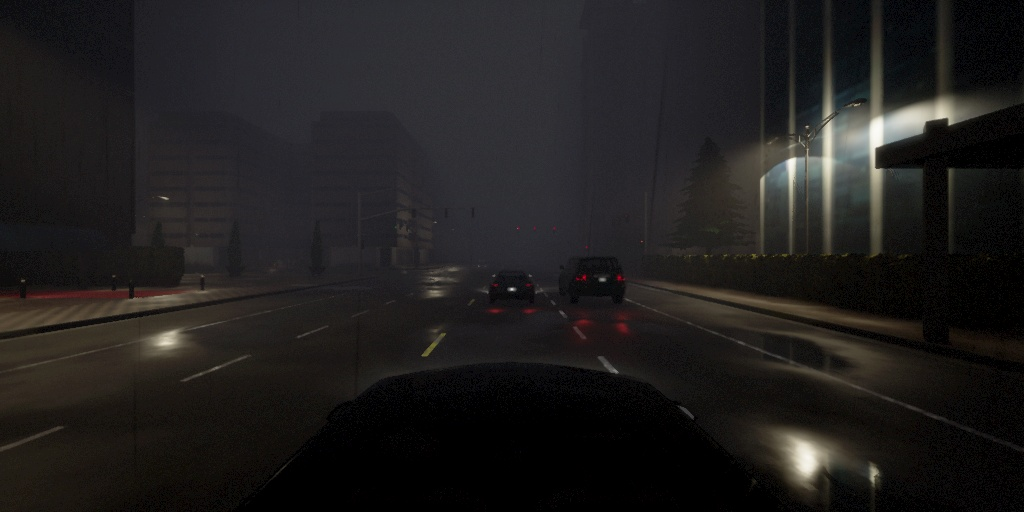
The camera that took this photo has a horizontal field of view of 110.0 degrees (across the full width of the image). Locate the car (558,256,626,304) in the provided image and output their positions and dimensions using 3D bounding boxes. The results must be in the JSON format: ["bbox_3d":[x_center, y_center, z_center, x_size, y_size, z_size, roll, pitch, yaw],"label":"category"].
[{"bbox_3d":[3.500,1.006,16.530,2.150,2.045,5.566,0,0,0],"label":"car"}]

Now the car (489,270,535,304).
[{"bbox_3d":[0.000,1.320,16.500,1.994,1.385,4.181,0,0,0],"label":"car"}]
